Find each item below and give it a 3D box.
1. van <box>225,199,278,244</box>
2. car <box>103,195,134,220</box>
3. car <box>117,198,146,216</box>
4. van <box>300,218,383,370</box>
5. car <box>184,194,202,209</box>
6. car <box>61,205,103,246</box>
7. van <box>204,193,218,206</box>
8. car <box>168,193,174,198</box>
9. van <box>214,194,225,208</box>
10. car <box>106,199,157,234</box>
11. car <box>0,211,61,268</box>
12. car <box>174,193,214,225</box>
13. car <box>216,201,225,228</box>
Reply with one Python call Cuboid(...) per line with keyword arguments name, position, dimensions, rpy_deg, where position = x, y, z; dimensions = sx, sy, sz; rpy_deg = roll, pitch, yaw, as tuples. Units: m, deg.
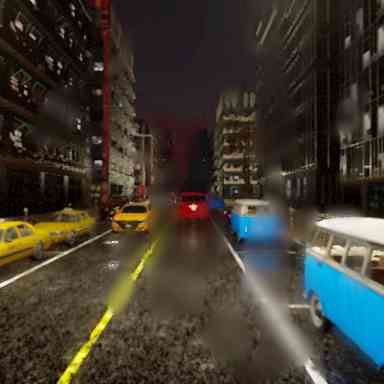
Cuboid(name="van", position=(2.706, 1.254, 15.186), dimensions=(1.690, 1.788, 3.998), rpy_deg=(1, 0, 0))
Cuboid(name="car", position=(-5.676, 1.165, 26.181), dimensions=(2.192, 1.841, 5.009), rpy_deg=(1, 0, 0))
Cuboid(name="car", position=(-5.681, 1.363, 31.694), dimensions=(1.887, 1.381, 4.507), rpy_deg=(1, 0, 0))
Cuboid(name="van", position=(2.708, 1.317, 4.170), dimensions=(1.690, 1.788, 3.998), rpy_deg=(1, 0, 0))
Cuboid(name="car", position=(0.091, 1.114, 41.473), dimensions=(2.097, 1.767, 4.553), rpy_deg=(0, 0, 0))
Cuboid(name="car", position=(-5.678, 1.439, 14.991), dimensions=(1.752, 1.417, 4.829), rpy_deg=(1, 0, 0))
Cuboid(name="van", position=(2.698, 1.066, 48.234), dimensions=(1.690, 1.788, 3.998), rpy_deg=(1, 0, 0))
Cuboid(name="car", position=(-5.695, 1.063, 91.701), dimensions=(1.802, 1.307, 4.206), rpy_deg=(1, 0, 0))
Cuboid(name="van", position=(2.701, 1.128, 37.217), dimensions=(1.690, 1.788, 3.998), rpy_deg=(1, 0, 0))
Cuboid(name="car", position=(-3.103, 1.370, 18.664), dimensions=(1.882, 1.535, 5.008), rpy_deg=(0, 0, 0))
Cuboid(name="car", position=(-5.676, 1.471, 9.480), dimensions=(1.752, 1.417, 4.829), rpy_deg=(1, 0, 0))
Cuboid(name="car", position=(0.097, 1.089, 23.226), dimensions=(2.150, 2.045, 5.566), rpy_deg=(0, 0, 0))
Cuboid(name="car", position=(2.700, 1.463, 20.695), dimensions=(1.802, 1.307, 4.206), rpy_deg=(1, 0, 0))
